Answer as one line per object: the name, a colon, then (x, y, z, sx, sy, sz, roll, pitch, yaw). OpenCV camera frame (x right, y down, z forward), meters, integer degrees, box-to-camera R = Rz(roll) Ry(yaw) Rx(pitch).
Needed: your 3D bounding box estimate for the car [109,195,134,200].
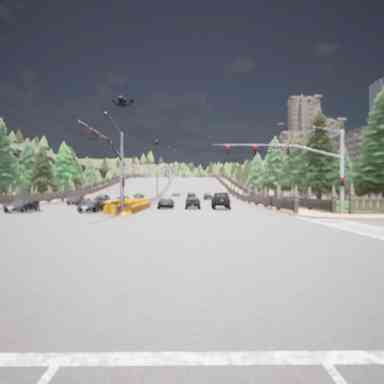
car: (-10.591, 1.360, 50.282, 1.837, 1.490, 4.892, 0, 0, 0)

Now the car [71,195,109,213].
car: (-10.498, 1.390, 34.667, 2.128, 1.511, 4.902, 0, 0, -2)

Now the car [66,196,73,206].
car: (-17.588, 1.359, 50.723, 1.837, 1.490, 4.892, 0, 0, 0)

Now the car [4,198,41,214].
car: (-17.590, 1.390, 34.654, 2.128, 1.511, 4.902, 0, 0, 0)

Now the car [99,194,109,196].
car: (-17.594, 1.031, 65.601, 1.994, 1.385, 4.181, 0, 3, 0)

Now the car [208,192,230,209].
car: (3.608, 1.097, 42.618, 2.150, 2.045, 5.566, 0, 0, 0)

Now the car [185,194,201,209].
car: (0.107, 1.378, 43.519, 1.837, 1.490, 4.892, 0, 0, 0)

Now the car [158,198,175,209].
car: (-3.394, 1.435, 44.080, 1.994, 1.385, 4.181, 0, 0, 0)

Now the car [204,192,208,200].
car: (3.411, 0.798, 68.850, 1.812, 1.442, 4.674, 0, 4, 0)

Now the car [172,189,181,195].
car: (-3.652, -0.001, 78.865, 1.895, 1.301, 4.718, 0, 7, 0)

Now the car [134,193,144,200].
car: (-10.603, 0.940, 65.949, 2.128, 1.511, 4.902, 0, 3, 0)

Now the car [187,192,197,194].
car: (-0.087, 0.706, 69.480, 1.882, 1.535, 5.008, 0, 4, 0)
